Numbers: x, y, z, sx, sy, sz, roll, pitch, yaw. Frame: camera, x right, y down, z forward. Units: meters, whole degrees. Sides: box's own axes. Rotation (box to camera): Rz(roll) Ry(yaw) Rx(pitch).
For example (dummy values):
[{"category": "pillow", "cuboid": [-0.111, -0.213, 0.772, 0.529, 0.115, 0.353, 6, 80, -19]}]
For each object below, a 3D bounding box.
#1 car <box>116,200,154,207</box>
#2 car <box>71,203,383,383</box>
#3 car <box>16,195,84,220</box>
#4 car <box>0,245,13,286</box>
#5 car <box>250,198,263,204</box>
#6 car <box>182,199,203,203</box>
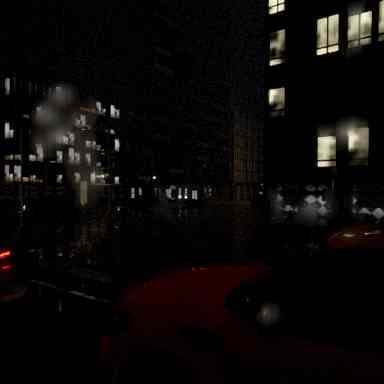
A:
[{"category": "car", "cuboid": [-6.312, 1.598, 37.197, 2.128, 1.511, 4.902, 1, 0, 37]}, {"category": "car", "cuboid": [1.774, 1.221, 2.420, 5.566, 2.045, 2.150, 0, 0, 35]}, {"category": "car", "cuboid": [-12.247, 1.282, 29.173, 2.150, 2.045, 5.566, 1, 0, 39]}, {"category": "car", "cuboid": [-6.128, 1.523, 8.040, 4.674, 1.442, 1.812, 0, 0, 35]}, {"category": "car", "cuboid": [11.624, 1.795, 55.953, 2.033, 1.411, 5.357, 1, 0, 37]}, {"category": "car", "cuboid": [-0.158, 1.678, 45.448, 1.812, 1.442, 4.674, 1, 0, 36]}]
